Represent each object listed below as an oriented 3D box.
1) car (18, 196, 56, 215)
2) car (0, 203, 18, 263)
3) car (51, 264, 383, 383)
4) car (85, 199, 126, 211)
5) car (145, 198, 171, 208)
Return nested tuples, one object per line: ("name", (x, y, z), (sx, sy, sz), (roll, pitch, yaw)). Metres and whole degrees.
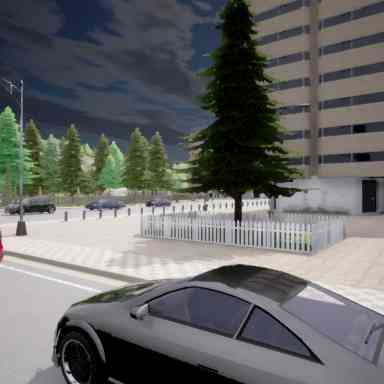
("car", (-16.246, 1.352, 33.606), (2.097, 1.767, 4.553), (0, 0, 35))
("car", (-7.383, 1.221, 9.207), (5.566, 2.045, 2.150), (0, 0, 36))
("car", (0.306, 1.564, 3.774), (4.181, 1.385, 1.994), (0, 0, 35))
("car", (-10.668, 1.547, 41.442), (2.033, 1.411, 5.357), (0, 0, 35))
("car", (-4.977, 1.564, 49.411), (1.994, 1.385, 4.181), (0, 0, 36))
